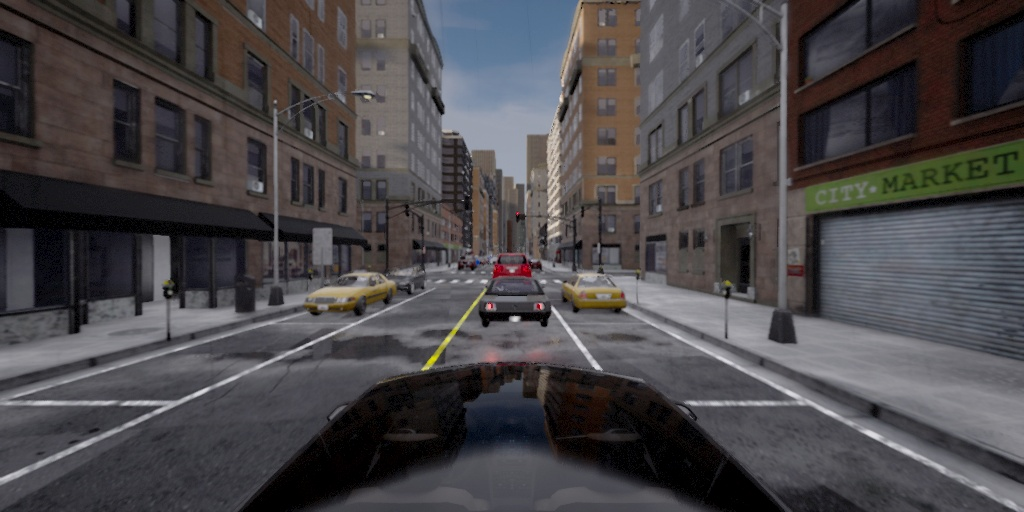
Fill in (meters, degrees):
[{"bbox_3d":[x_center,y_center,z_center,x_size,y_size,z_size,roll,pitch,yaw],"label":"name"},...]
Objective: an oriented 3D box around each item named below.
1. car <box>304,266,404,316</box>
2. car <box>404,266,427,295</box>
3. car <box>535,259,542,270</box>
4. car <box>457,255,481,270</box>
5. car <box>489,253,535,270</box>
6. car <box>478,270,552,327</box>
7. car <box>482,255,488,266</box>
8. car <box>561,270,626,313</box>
[{"bbox_3d":[-5.666,1.207,13.160,1.751,1.417,4.829,0,0,0],"label":"car"},{"bbox_3d":[-5.665,1.201,18.855,2.007,1.370,4.403,0,0,0],"label":"car"},{"bbox_3d":[2.865,1.050,45.626,1.888,1.381,4.507,0,0,0],"label":"car"},{"bbox_3d":[-5.661,0.819,45.628,2.192,1.841,5.009,0,0,0],"label":"car"},{"bbox_3d":[0.004,0.857,21.501,2.150,2.045,5.566,0,0,0],"label":"car"},{"bbox_3d":[0.083,1.295,11.269,1.895,1.301,4.718,0,0,0],"label":"car"},{"bbox_3d":[-5.658,0.856,62.132,1.967,1.591,4.097,0,0,0],"label":"car"},{"bbox_3d":[2.859,1.208,13.498,1.751,1.417,4.829,0,0,0],"label":"car"}]
